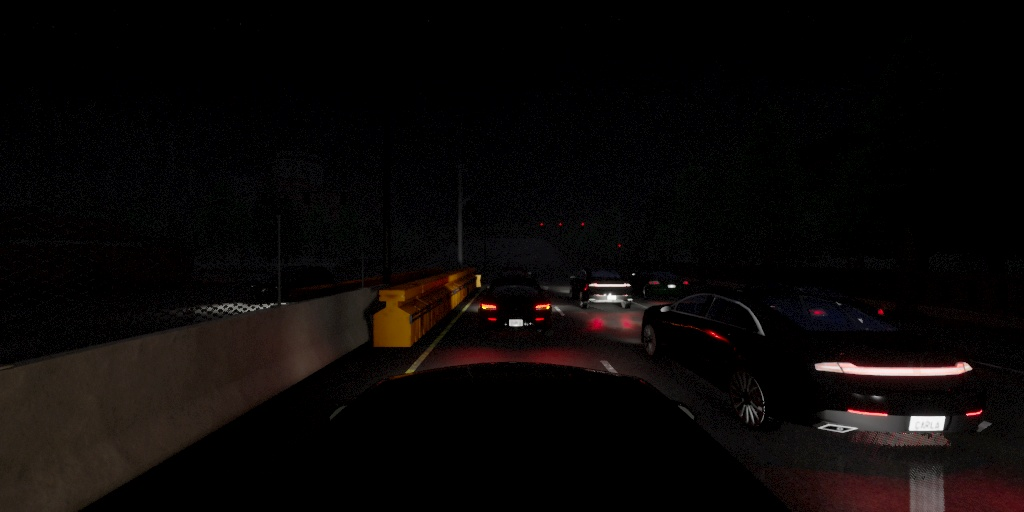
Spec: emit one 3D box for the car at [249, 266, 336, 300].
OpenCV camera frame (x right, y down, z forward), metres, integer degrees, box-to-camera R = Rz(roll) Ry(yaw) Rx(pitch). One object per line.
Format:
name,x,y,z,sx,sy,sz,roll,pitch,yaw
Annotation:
car,-10.583,1.256,17.720,1.837,1.490,4.892,0,0,0

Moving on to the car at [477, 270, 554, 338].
car,0.078,1.276,10.037,1.812,1.442,4.674,0,0,0

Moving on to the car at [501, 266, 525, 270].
car,0.061,1.276,19.102,1.812,1.442,4.674,0,0,0

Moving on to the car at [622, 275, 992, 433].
car,3.596,1.242,5.543,2.128,1.511,4.902,0,0,0

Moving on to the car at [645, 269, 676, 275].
car,7.065,1.314,17.879,1.994,1.385,4.181,0,0,0

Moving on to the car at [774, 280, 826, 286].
car,7.086,1.314,9.451,1.994,1.385,4.181,0,0,0

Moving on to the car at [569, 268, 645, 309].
car,3.560,1.242,14.972,2.128,1.511,4.902,0,0,2
